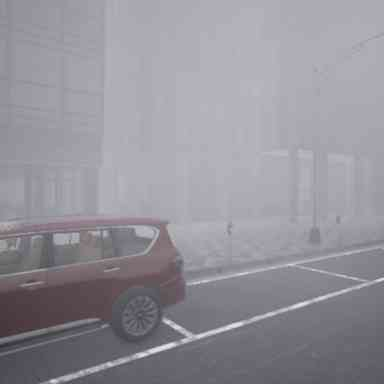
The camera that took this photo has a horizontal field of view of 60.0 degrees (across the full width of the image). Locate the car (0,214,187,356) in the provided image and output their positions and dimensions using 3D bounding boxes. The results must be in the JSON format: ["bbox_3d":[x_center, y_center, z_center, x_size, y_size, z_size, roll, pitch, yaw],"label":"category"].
[{"bbox_3d":[-2.408,1.317,4.929,5.009,1.841,2.192,0,0,-36],"label":"car"}]
